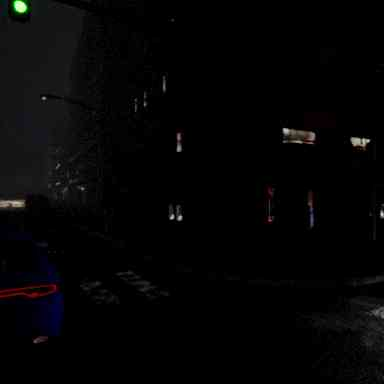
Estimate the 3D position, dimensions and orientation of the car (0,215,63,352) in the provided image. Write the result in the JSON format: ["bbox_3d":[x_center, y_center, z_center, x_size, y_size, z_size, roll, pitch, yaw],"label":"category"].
[{"bbox_3d":[-3.636,1.444,6.018,1.882,1.535,5.008,0,0,-30],"label":"car"}]

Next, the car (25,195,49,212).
[{"bbox_3d":[-13.146,1.358,28.761,1.967,1.590,4.097,1,0,-27],"label":"car"}]

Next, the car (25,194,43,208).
[{"bbox_3d":[-22.648,1.193,47.679,2.192,1.841,5.009,1,0,-26],"label":"car"}]

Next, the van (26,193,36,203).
[{"bbox_3d":[-32.189,1.184,66.539,1.690,1.788,3.998,1,0,-26],"label":"van"}]

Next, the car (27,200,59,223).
[{"bbox_3d":[-10.674,1.512,24.074,1.802,1.307,4.206,1,0,-28],"label":"car"}]

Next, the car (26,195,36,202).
[{"bbox_3d":[-34.544,1.400,71.270,1.947,1.339,4.313,1,0,-26],"label":"car"}]

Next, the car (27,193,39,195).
[{"bbox_3d":[-15.571,1.221,33.485,2.192,1.841,5.009,1,0,-27],"label":"car"}]
